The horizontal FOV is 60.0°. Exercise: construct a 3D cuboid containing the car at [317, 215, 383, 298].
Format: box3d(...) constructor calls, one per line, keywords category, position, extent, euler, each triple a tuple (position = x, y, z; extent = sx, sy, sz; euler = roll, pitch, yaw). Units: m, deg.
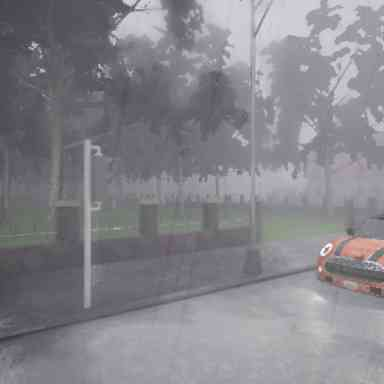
box3d(category="car", position=(5.149, 1.358, 8.272), extent=(4.553, 1.767, 2.097), euler=(0, 0, -35))
